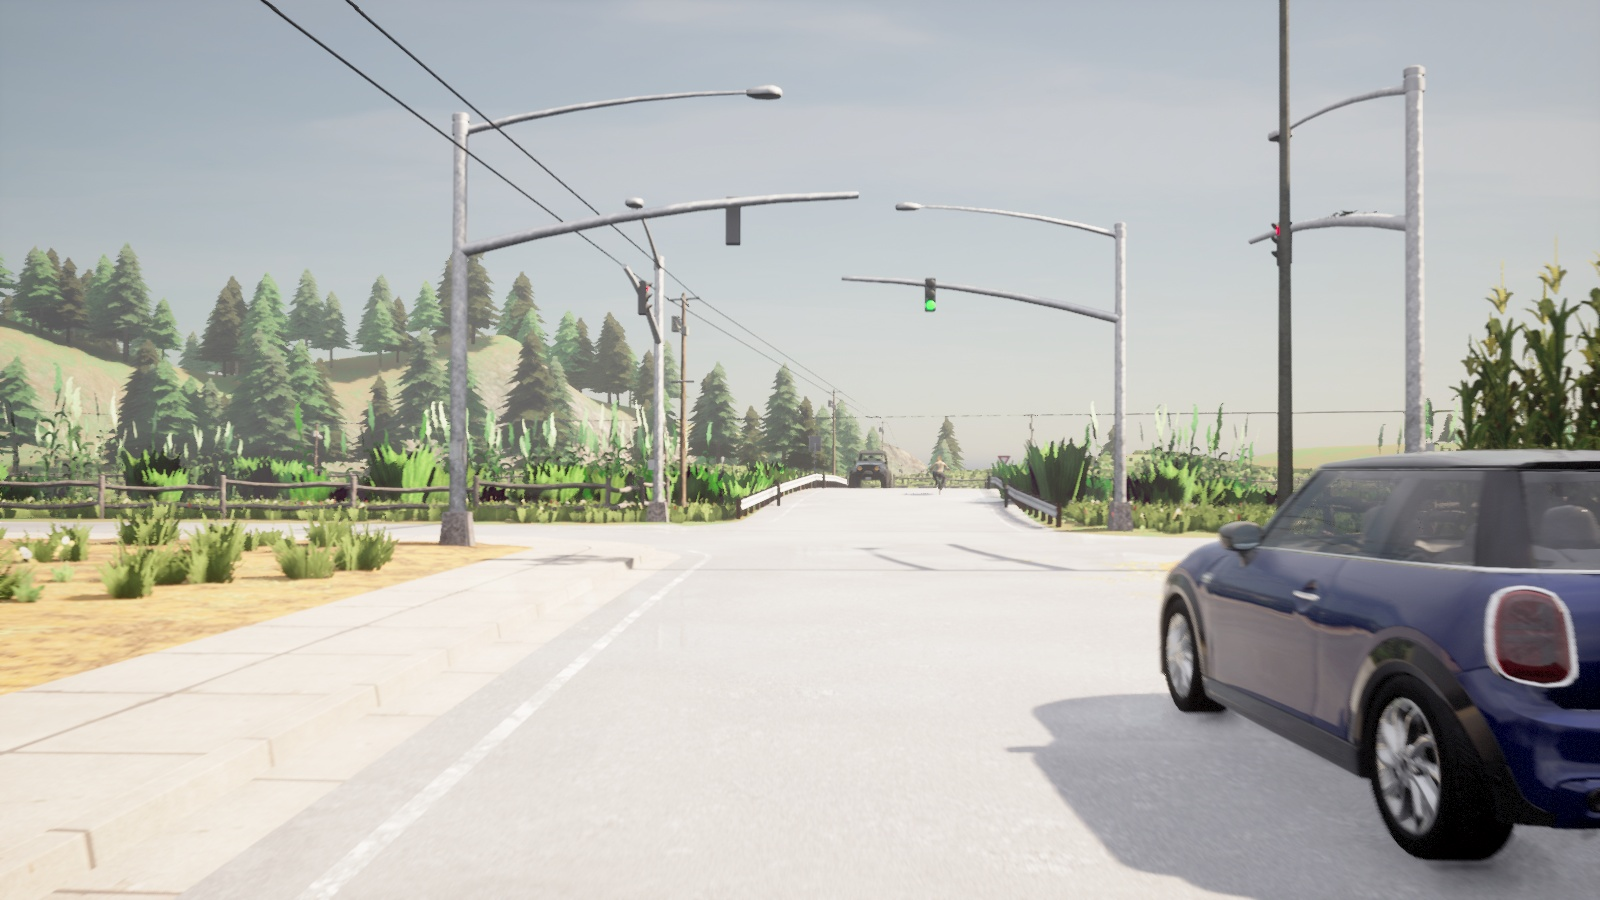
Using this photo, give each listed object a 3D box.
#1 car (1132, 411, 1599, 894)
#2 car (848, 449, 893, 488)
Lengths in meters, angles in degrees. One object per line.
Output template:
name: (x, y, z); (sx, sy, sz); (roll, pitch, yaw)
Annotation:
car: (3.483, 0.775, 6.888); (2.097, 1.767, 4.553); (0, -1, 0)
car: (3.490, 0.913, 61.930); (1.905, 1.878, 3.866); (0, -1, 8)
